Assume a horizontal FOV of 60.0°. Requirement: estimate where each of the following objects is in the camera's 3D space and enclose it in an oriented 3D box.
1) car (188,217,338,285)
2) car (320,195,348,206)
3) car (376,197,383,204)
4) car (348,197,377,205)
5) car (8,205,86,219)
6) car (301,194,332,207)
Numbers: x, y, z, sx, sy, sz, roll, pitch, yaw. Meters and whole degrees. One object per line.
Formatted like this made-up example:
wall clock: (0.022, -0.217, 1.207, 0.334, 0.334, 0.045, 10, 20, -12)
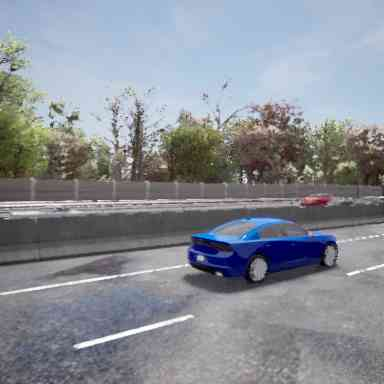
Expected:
car: (2.227, 1.479, 9.630, 5.008, 1.535, 1.882, 0, 0, -35)
car: (19.630, 1.522, 43.751, 4.902, 1.511, 2.128, 0, 0, -35)
car: (23.499, 1.506, 37.917, 5.008, 1.535, 1.882, 0, 0, -35)
car: (21.730, 1.380, 40.951, 4.553, 1.767, 2.097, 0, 0, -35)
car: (-9.846, 1.602, 22.763, 4.718, 1.301, 1.895, 0, 0, -35)
car: (17.628, 1.254, 46.615, 5.566, 2.045, 2.150, 1, 0, -35)
